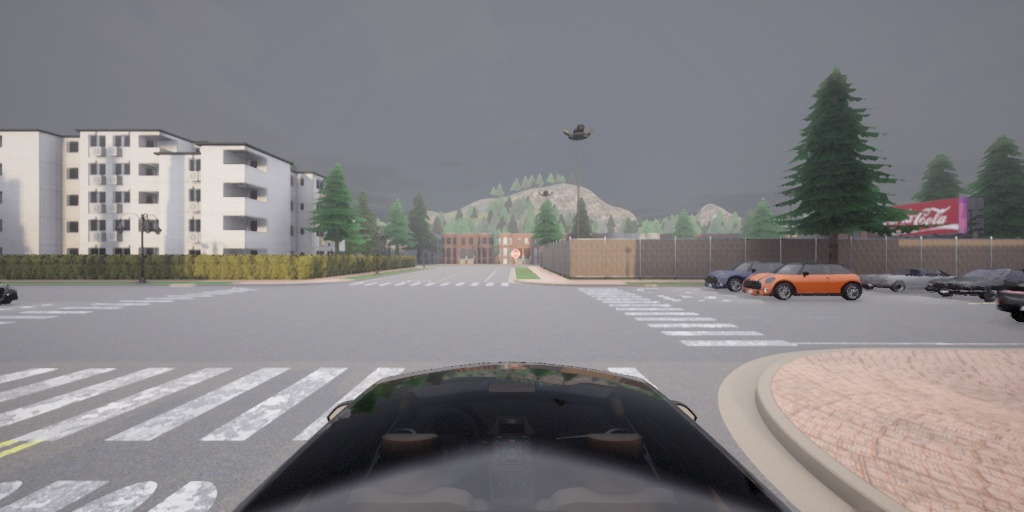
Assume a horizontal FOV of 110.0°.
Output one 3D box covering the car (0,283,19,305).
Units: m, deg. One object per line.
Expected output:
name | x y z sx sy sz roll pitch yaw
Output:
car | -21.878 1.308 13.597 4.181 1.385 1.994 0 0 -3

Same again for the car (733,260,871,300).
car | 13.513 1.094 16.931 4.553 1.767 2.097 0 0 1

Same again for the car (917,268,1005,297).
car | 22.982 1.290 16.816 5.357 1.411 2.033 0 0 1

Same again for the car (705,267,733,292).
car | 13.553 1.093 20.431 4.553 1.767 2.097 0 0 1

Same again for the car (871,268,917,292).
car | 22.542 1.342 20.318 4.718 1.301 1.895 0 0 1

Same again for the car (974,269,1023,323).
car | 16.525 1.237 9.754 4.902 1.511 2.128 0 0 1
